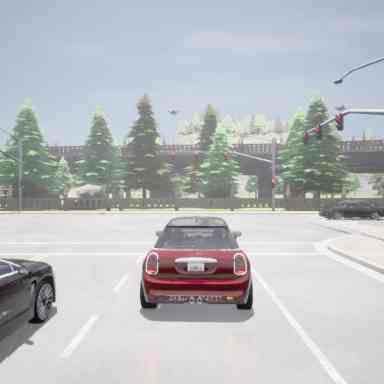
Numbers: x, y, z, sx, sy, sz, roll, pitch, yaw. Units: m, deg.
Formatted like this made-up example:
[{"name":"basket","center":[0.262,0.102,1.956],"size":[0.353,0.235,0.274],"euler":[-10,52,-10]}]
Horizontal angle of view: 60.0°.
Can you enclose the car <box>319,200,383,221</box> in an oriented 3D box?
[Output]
[{"name":"car","center":[12.623,1.449,26.323],"size":[4.892,1.490,1.837],"euler":[0,0,1]}]

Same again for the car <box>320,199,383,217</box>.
[{"name":"car","center":[14.354,1.435,29.789],"size":[4.902,1.511,2.128],"euler":[0,0,1]}]

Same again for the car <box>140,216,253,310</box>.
[{"name":"car","center":[0.146,1.352,8.010],"size":[2.097,1.767,4.553],"euler":[0,0,2]}]

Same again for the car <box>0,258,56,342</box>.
[{"name":"car","center":[-3.434,1.492,4.259],"size":[2.128,1.511,4.902],"euler":[0,0,0]}]
